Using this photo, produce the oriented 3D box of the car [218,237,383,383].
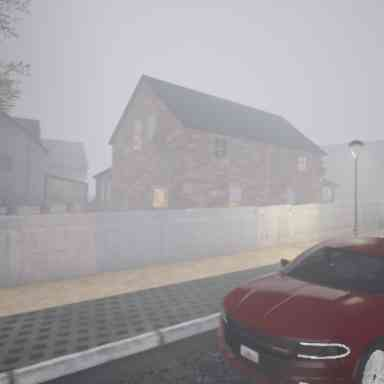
[{"bbox_3d":[2.621,1.485,5.110,5.008,1.535,1.882,0,0,-37],"label":"car"}]
